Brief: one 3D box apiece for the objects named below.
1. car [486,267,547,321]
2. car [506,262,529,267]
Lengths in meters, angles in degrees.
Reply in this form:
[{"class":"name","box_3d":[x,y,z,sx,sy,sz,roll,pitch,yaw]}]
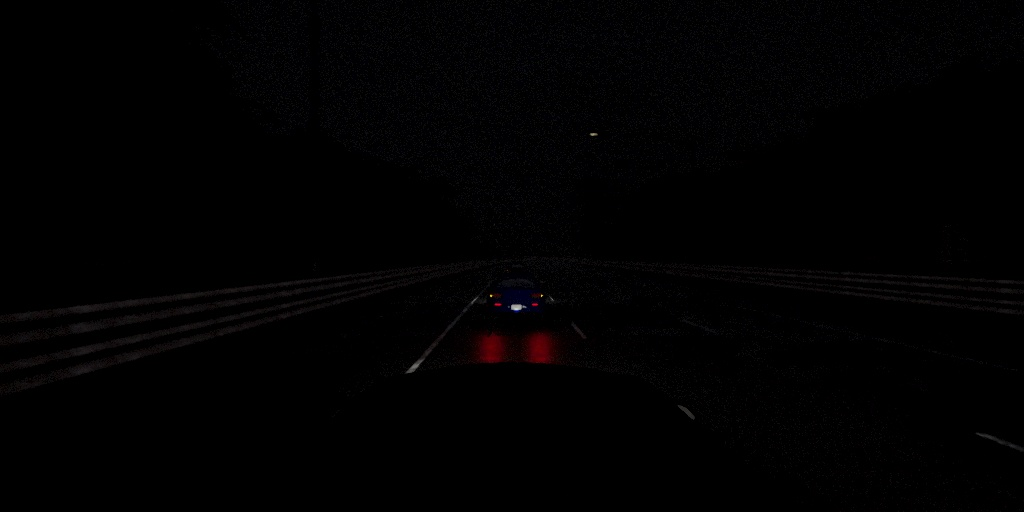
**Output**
[{"class":"car","box_3d":[0.145,1.258,12.284,1.812,1.442,4.674,0,0,0]},{"class":"car","box_3d":[0.439,1.254,29.834,1.812,1.442,4.674,0,0,1]}]
